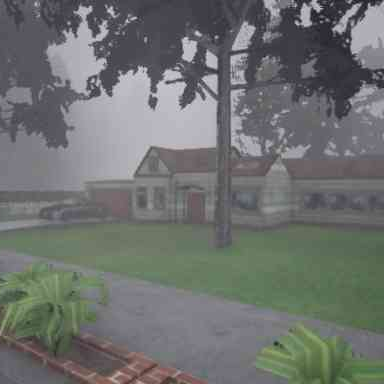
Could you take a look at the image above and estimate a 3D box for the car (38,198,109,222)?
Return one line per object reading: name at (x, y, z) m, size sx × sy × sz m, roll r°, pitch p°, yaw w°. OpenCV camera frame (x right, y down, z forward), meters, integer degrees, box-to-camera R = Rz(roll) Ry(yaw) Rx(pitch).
car at (-7.227, 1.081, 20.618) m, size 1.994 × 1.381 × 4.181 m, roll 1°, pitch 1°, yaw 35°
